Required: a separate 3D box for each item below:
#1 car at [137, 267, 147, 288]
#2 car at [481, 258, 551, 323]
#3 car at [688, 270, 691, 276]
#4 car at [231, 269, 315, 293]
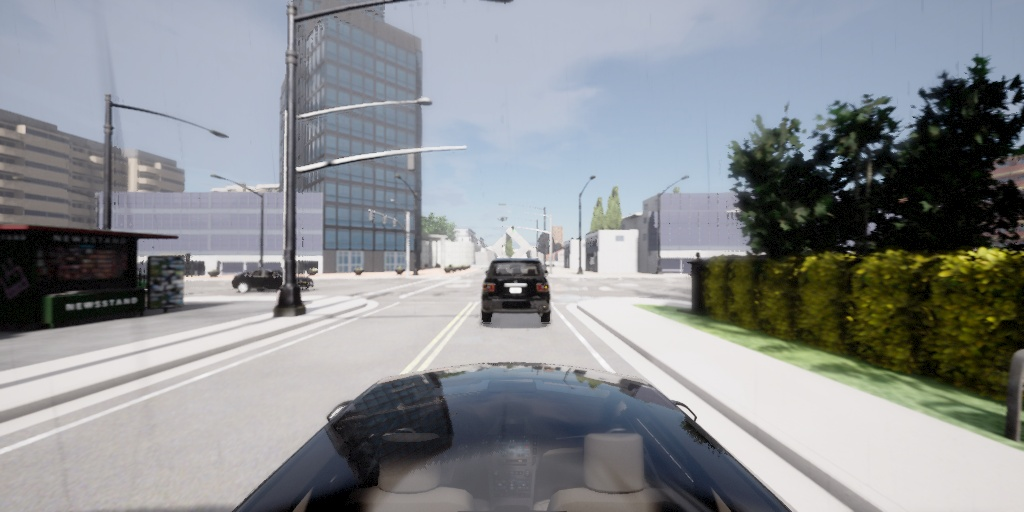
[{"bbox_3d":[-26.263,1.474,23.685,5.566,2.045,2.150,-1,-1,0],"label":"car"},{"bbox_3d":[0.166,1.111,12.862,2.150,2.045,5.566,0,-1,1],"label":"car"},{"bbox_3d":[21.413,1.639,38.274,5.008,1.535,1.882,0,-1,-1],"label":"car"},{"bbox_3d":[-15.746,1.632,23.770,4.892,1.490,1.837,-1,-1,0],"label":"car"}]
